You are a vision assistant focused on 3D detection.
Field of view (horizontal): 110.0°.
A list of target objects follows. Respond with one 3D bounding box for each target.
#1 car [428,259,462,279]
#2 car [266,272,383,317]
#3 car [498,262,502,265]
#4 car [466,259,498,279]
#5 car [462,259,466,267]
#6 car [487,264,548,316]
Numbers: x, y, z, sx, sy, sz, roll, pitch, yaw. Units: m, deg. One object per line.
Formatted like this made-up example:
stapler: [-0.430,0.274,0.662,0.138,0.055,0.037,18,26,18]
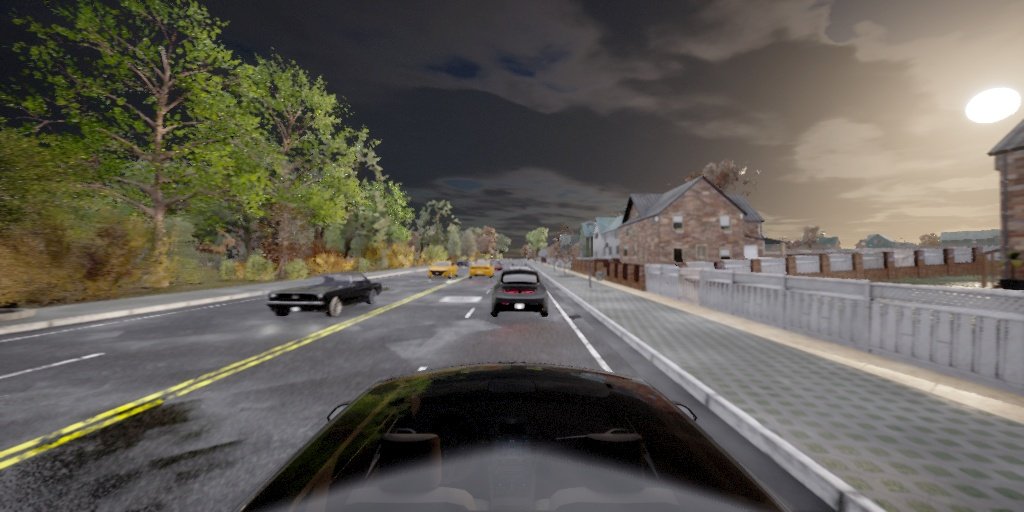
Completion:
car: [-5.997,1.155,31.562,1.882,1.535,5.008,1,0,2]
car: [-6.417,1.283,12.894,1.895,1.301,4.718,1,0,1]
car: [-2.342,1.272,47.858,1.994,1.385,4.181,1,0,1]
car: [-2.638,1.186,32.292,1.882,1.535,5.008,1,0,2]
car: [-8.643,1.203,62.772,2.033,1.411,5.357,1,0,2]
car: [0.283,1.250,13.287,1.837,1.490,4.892,1,1,1]
